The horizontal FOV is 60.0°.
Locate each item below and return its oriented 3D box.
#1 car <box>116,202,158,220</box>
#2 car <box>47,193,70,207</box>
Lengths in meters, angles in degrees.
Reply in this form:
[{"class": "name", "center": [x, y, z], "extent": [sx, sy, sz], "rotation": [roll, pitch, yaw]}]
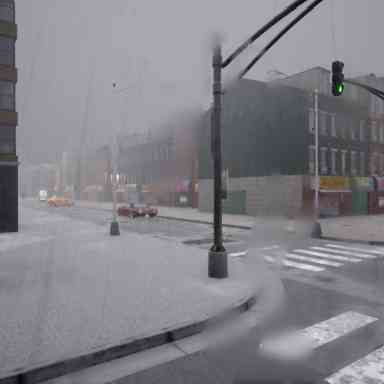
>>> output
[{"class": "car", "center": [-4.758, 1.516, 27.508], "extent": [1.895, 1.301, 4.718], "rotation": [0, 0, -36]}, {"class": "car", "center": [-19.041, 1.188, 47.422], "extent": [2.097, 1.767, 4.553], "rotation": [0, 0, -35]}]
